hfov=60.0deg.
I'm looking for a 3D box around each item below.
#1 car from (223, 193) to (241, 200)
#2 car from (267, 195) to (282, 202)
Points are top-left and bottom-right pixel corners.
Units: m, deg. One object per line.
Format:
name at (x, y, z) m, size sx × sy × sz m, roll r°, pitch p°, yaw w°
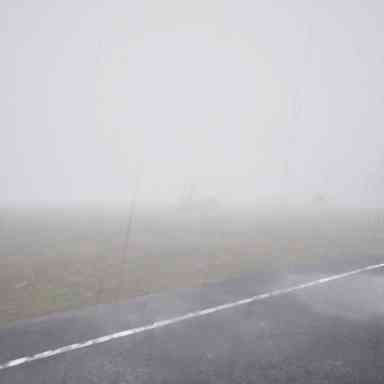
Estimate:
car at (9.550, 1.052, 79.544) m, size 2.097 × 1.767 × 4.553 m, roll 0°, pitch 0°, yaw -34°
car at (16.525, 1.359, 69.203) m, size 2.128 × 1.511 × 4.902 m, roll 0°, pitch 0°, yaw -34°
